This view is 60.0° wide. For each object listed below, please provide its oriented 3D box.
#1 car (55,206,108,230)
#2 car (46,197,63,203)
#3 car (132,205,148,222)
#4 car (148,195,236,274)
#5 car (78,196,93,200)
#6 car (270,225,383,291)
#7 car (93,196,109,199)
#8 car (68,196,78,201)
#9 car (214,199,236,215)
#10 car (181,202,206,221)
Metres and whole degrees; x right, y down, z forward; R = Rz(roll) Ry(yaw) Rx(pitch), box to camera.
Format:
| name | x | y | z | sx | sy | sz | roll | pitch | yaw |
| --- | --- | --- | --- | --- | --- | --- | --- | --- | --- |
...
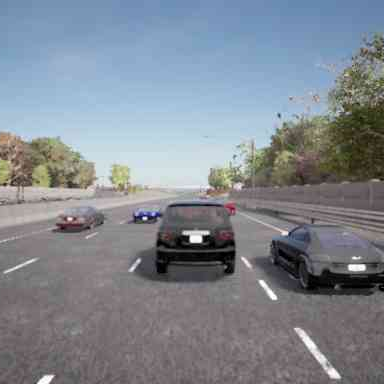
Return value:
| name | x | y | z | sx | sy | sz | roll | pitch | yaw |
| --- | --- | --- | --- | --- | --- | --- | --- | --- | --- |
| car | -6.909 | 1.583 | 21.305 | 2.033 | 1.411 | 5.357 | 0 | 0 | 0 |
| car | -28.029 | 1.659 | 67.950 | 1.994 | 1.385 | 4.181 | 0 | 0 | 0 |
| car | -3.411 | 1.645 | 26.391 | 1.895 | 1.301 | 4.718 | 0 | 0 | 0 |
| car | 0.094 | 1.238 | 10.725 | 2.150 | 2.045 | 5.566 | 0 | 0 | 0 |
| car | -21.029 | 1.633 | 67.536 | 1.812 | 1.442 | 4.674 | 0 | 0 | 0 |
| car | 3.497 | 1.574 | 9.059 | 1.994 | 1.385 | 4.181 | 0 | 0 | 0 |
| car | -17.528 | 1.618 | 66.195 | 1.837 | 1.490 | 4.892 | 0 | 0 | 0 |
| car | -24.530 | 1.630 | 70.174 | 2.128 | 1.511 | 4.902 | 0 | 0 | 0 |
| car | 3.485 | 1.536 | 35.721 | 1.882 | 1.535 | 5.008 | 0 | 0 | 0 |
| car | 0.089 | 1.612 | 28.599 | 1.994 | 1.385 | 4.181 | 0 | 0 | 0 |
